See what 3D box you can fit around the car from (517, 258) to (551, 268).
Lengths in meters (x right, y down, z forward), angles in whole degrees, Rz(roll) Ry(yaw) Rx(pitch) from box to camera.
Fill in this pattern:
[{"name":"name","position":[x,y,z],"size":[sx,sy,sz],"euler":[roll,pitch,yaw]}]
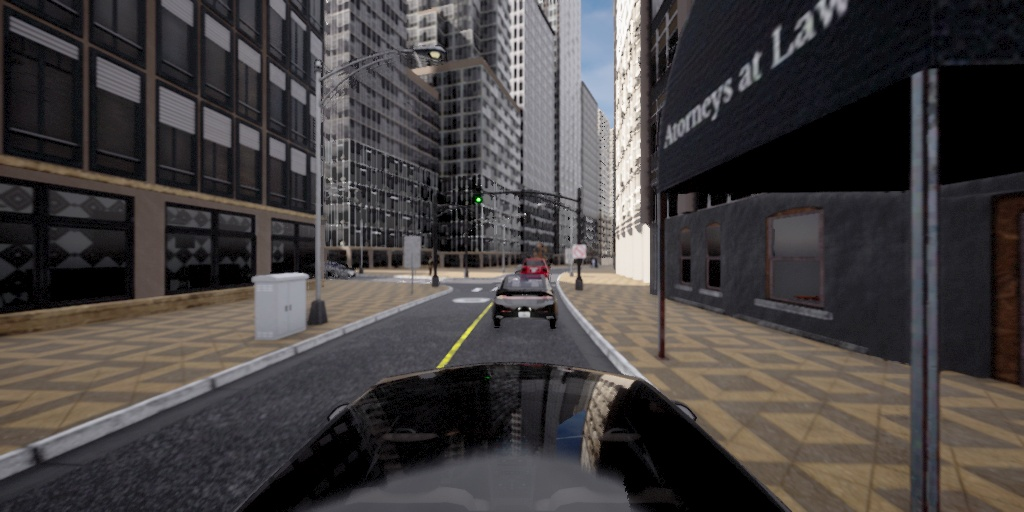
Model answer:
[{"name":"car","position":[1.985,1.223,29.503],"size":[2.150,2.045,5.566],"euler":[0,0,7]}]

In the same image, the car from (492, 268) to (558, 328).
[{"name":"car","position":[0.443,1.329,11.778],"size":[2.128,1.511,4.902],"euler":[0,0,3]}]

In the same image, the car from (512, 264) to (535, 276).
[{"name":"car","position":[1.556,1.725,45.560],"size":[2.033,1.411,5.357],"euler":[0,-1,11]}]

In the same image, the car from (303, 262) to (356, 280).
[{"name":"car","position":[-15.923,1.272,31.340],"size":[4.902,1.511,2.128],"euler":[1,0,20]}]

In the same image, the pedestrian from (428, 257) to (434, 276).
[{"name":"pedestrian","position":[-7.867,0.996,34.663],"size":[0.375,1.860,0.375],"euler":[0,-1,20]}]
